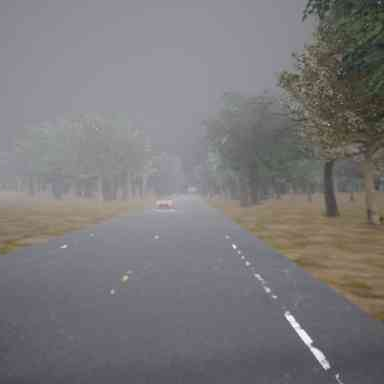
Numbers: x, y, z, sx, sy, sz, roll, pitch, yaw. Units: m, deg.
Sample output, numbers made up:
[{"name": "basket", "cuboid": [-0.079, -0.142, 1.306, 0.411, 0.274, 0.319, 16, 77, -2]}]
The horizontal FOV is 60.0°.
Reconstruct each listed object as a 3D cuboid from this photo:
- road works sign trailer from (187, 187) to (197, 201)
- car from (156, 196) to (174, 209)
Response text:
[{"name": "road works sign trailer", "cuboid": [-0.004, 0.519, 86.560, 2.380, 3.560, 2.880, 0, 0, 0]}, {"name": "car", "cuboid": [-3.581, 1.369, 44.338, 2.097, 1.767, 4.553, 0, 0, 0]}]
